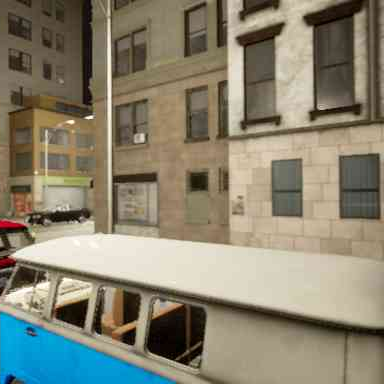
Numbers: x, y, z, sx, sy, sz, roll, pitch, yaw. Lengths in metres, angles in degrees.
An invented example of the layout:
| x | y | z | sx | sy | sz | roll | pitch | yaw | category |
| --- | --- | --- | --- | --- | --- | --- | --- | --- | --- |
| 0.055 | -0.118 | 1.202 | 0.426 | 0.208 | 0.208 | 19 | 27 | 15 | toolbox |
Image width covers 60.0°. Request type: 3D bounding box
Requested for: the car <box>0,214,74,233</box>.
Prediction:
| x | y | z | sx | sy | sz | roll | pitch | yaw | category |
| --- | --- | --- | --- | --- | --- | --- | --- | --- | --- |
| -4.695 | 1.400 | 6.096 | 5.009 | 1.841 | 2.192 | -1 | 0 | 35 | car |

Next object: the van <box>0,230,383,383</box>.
| x | y | z | sx | sy | sz | roll | pitch | yaw | category |
| --- | --- | --- | --- | --- | --- | --- | --- | --- | --- |
| -0.180 | 1.361 | 2.935 | 3.998 | 1.788 | 1.690 | -1 | 0 | 35 | van |

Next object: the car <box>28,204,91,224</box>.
| x | y | z | sx | sy | sz | roll | pitch | yaw | category |
| --- | --- | --- | --- | --- | --- | --- | --- | --- | --- |
| -9.860 | 1.678 | 24.649 | 2.128 | 1.511 | 4.902 | -1 | 0 | 35 | car |
